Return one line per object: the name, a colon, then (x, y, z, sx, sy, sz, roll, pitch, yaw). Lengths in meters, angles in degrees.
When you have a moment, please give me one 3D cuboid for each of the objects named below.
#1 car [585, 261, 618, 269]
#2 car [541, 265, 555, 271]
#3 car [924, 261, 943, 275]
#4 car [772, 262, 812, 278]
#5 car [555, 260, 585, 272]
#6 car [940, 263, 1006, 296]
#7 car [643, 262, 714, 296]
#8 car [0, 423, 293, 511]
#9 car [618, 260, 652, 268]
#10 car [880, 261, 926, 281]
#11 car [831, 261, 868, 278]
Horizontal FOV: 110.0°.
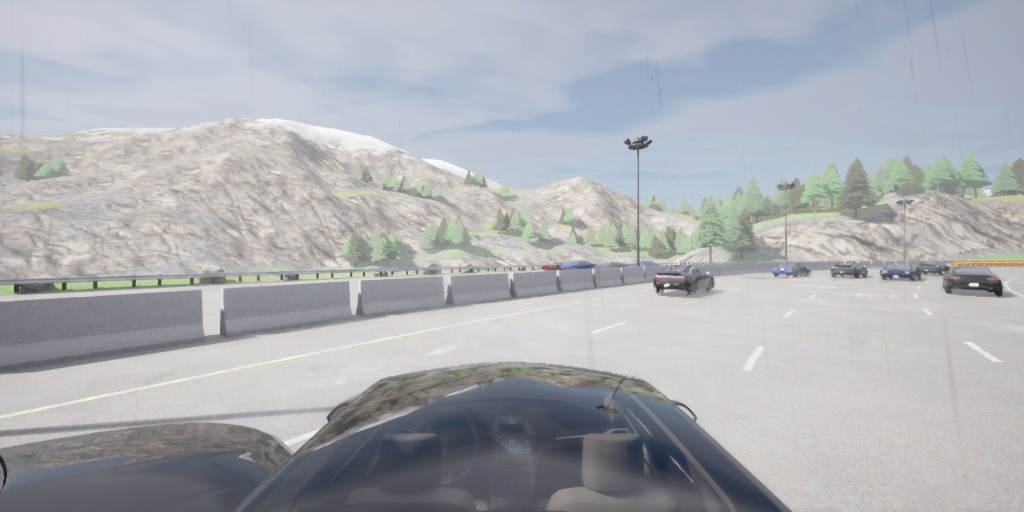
car: (10.882, 1.298, 39.915, 5.357, 1.411, 2.033, 0, 0, -40)
car: (5.820, 1.351, 44.804, 4.718, 1.301, 1.895, 0, 0, -40)
car: (43.305, 1.241, 36.857, 4.902, 1.511, 2.128, 0, 0, -31)
car: (26.942, 1.297, 34.504, 5.357, 1.411, 2.033, 0, 0, -36)
car: (7.695, 1.227, 41.806, 5.008, 1.535, 1.882, 0, 0, -40)
car: (24.856, 1.276, 19.446, 4.674, 1.442, 1.812, 0, 0, -41)
car: (9.396, 1.241, 19.474, 4.902, 1.511, 2.128, 0, 0, -45)
car: (-2.982, 1.255, 0.515, 4.892, 1.490, 1.837, 0, 0, -45)
car: (13.679, 1.227, 37.693, 5.008, 1.535, 1.882, 0, 0, -39)
car: (32.302, 1.351, 29.723, 4.718, 1.301, 1.895, 0, 0, -35)
car: (31.368, 1.241, 33.332, 4.902, 1.511, 2.128, 0, 0, -35)
